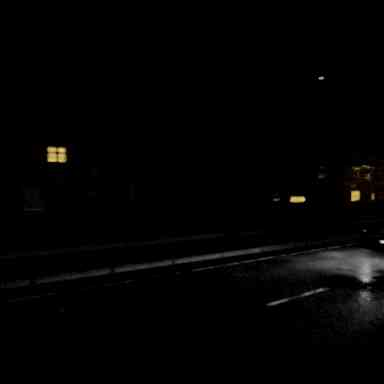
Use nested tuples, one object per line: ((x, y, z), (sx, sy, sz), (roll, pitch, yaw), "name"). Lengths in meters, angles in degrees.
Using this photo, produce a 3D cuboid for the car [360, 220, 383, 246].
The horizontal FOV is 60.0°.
((9.243, 1.643, 14.268), (4.718, 1.301, 1.895), (0, 0, -35), "car")
